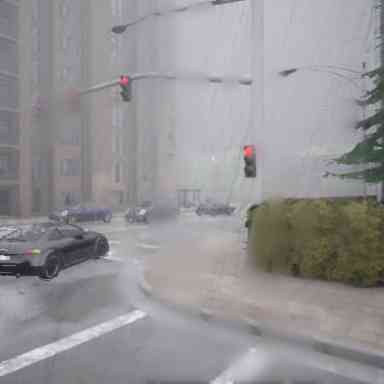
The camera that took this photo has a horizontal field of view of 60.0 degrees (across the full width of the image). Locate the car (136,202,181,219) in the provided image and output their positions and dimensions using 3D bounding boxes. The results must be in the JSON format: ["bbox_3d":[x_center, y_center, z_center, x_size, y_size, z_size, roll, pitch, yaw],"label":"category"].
[{"bbox_3d":[-3.077,1.663,31.495,1.994,1.385,4.181,0,0,36],"label":"car"}]

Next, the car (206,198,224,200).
[{"bbox_3d":[2.420,1.450,38.988,2.097,1.767,4.553,0,0,36],"label":"car"}]

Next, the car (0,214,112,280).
[{"bbox_3d":[-4.235,1.608,10.212,1.994,1.385,4.181,-1,0,12],"label":"car"}]

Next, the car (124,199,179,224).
[{"bbox_3d":[-3.047,1.434,25.599,2.097,1.767,4.553,0,0,36],"label":"car"}]

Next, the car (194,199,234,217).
[{"bbox_3d":[2.254,1.683,32.854,1.895,1.301,4.718,0,0,36],"label":"car"}]

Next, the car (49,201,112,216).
[{"bbox_3d":[-8.167,1.451,24.539,2.097,1.767,4.553,0,0,37],"label":"car"}]
